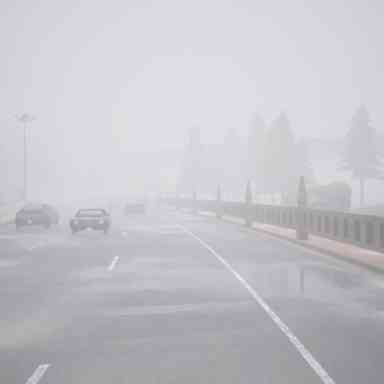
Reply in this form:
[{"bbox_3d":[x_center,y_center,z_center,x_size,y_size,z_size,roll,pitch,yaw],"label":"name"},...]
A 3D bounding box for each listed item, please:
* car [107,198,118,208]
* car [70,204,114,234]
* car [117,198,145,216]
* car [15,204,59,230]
[{"bbox_3d":[-9.766,1.526,42.731,1.812,1.442,4.674,0,0,-24],"label":"car"},{"bbox_3d":[-5.728,1.601,19.234,1.895,1.301,4.718,0,0,-11],"label":"car"},{"bbox_3d":[-5.931,1.478,32.990,1.882,1.535,5.008,0,0,-19],"label":"car"},{"bbox_3d":[-9.815,1.492,21.334,2.128,1.511,4.902,0,0,-13],"label":"car"}]
